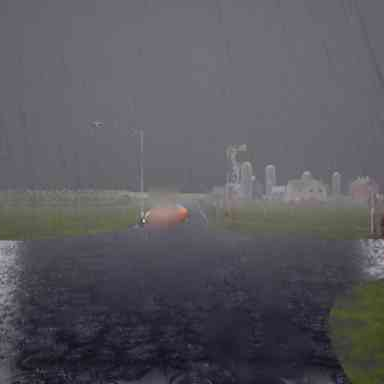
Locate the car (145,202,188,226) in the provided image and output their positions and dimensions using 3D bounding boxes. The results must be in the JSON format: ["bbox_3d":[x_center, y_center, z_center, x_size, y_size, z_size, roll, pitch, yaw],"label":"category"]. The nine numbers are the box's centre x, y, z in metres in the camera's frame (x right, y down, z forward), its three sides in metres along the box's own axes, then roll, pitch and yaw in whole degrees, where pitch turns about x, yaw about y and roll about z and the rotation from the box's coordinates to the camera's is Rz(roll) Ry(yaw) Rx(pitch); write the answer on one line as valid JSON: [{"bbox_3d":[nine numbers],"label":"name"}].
[{"bbox_3d":[-1.944,1.670,26.408,2.097,1.767,4.553,0,0,20],"label":"car"}]
